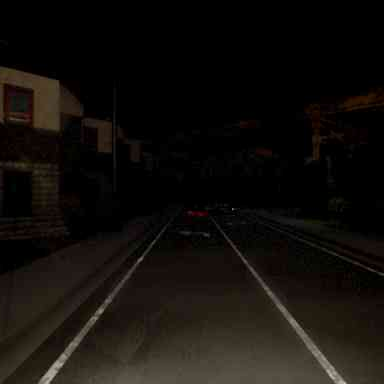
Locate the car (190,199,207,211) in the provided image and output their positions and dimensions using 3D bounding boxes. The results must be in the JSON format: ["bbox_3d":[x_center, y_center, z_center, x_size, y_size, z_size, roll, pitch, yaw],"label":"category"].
[{"bbox_3d":[0.793,1.676,43.221,2.128,1.511,4.902,0,0,6],"label":"car"}]

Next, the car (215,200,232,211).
[{"bbox_3d":[4.164,1.736,44.281,2.033,1.411,5.357,0,0,11],"label":"car"}]
